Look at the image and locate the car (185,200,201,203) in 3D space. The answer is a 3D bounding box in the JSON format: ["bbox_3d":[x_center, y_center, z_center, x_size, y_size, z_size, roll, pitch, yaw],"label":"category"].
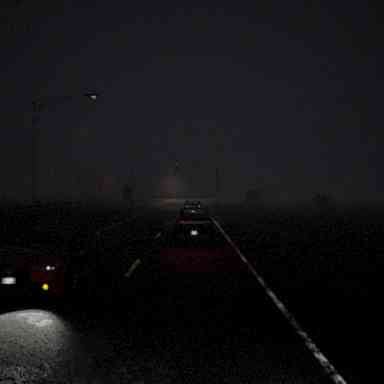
[{"bbox_3d":[0.091,1.486,31.593,2.128,1.511,4.902,0,0,0],"label":"car"}]

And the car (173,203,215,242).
[{"bbox_3d":[0.094,1.490,16.252,2.128,1.511,4.902,0,0,0],"label":"car"}]

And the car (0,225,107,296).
[{"bbox_3d":[-3.602,1.565,8.546,1.994,1.385,4.181,0,0,0],"label":"car"}]
